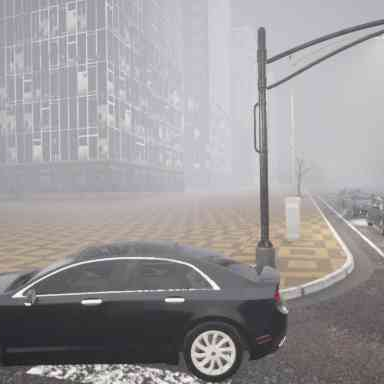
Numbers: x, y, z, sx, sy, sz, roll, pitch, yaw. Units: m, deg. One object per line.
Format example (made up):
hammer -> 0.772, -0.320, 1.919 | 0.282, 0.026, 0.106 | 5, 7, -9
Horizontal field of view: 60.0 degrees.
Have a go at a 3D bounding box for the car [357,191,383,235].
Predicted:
car -> 8.902, 0.928, 14.477 | 2.128, 1.511, 4.902 | -1, 2, 18

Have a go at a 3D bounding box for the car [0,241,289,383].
car -> -1.142, 1.505, 4.792 | 4.892, 1.490, 1.837 | 0, 0, 0

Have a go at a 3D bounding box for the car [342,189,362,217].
car -> 10.920, 0.759, 20.781 | 1.994, 1.385, 4.181 | -1, 2, 17

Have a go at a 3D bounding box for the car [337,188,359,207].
car -> 12.885, 0.454, 26.854 | 2.128, 1.511, 4.902 | -1, 2, 18
